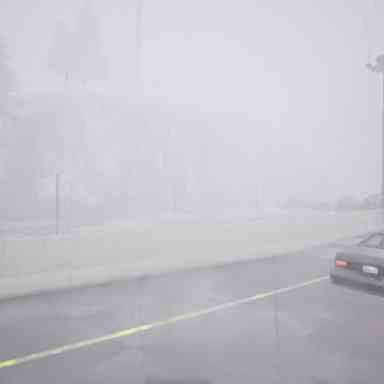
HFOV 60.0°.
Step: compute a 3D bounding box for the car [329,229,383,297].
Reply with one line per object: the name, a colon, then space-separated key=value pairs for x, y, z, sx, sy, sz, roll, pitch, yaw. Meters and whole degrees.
car: x=5.418 y=1.533 z=7.912 sx=5.357 sy=1.411 sz=2.033 roll=0 pitch=0 yaw=-37
